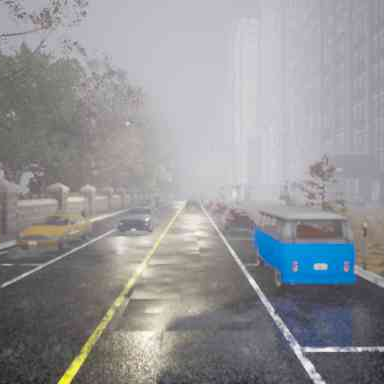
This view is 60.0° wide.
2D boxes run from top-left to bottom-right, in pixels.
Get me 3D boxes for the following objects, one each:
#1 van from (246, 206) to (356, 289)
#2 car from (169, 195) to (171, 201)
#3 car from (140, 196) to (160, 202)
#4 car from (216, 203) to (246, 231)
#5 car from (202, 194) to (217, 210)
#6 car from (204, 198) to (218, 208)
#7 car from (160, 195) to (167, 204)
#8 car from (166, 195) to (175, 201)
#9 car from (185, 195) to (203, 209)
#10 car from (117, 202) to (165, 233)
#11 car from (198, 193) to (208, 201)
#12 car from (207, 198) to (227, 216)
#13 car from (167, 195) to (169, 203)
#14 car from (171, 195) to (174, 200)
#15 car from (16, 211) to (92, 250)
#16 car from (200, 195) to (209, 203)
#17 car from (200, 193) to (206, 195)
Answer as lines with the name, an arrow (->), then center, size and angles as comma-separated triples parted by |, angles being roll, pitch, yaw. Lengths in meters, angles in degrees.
van -> 2.692, 1.327, 8.807 | 1.690, 1.788, 3.998 | 0, 0, 0
car -> -5.676, 1.384, 65.130 | 1.967, 1.590, 4.097 | 0, 0, 0
car -> -5.680, 1.513, 42.602 | 1.947, 1.339, 4.313 | 0, 0, 0
car -> 2.694, 1.553, 20.070 | 1.802, 1.307, 4.206 | 0, 0, 0
car -> 2.700, 1.386, 42.600 | 1.967, 1.590, 4.097 | 0, 0, 0
car -> 2.700, 1.525, 48.232 | 1.802, 1.307, 4.206 | 0, 0, 0
car -> -5.678, 1.382, 53.865 | 1.967, 1.590, 4.097 | 0, 0, 0
car -> -5.671, 1.501, 87.661 | 2.008, 1.369, 4.403 | 0, 0, 0
car -> 0.114, 1.434, 42.991 | 2.128, 1.511, 4.902 | 0, 0, 0
car -> -2.996, 1.550, 19.671 | 2.033, 1.411, 5.357 | 0, 0, 0
car -> 2.709, 1.263, 82.025 | 2.192, 1.841, 5.009 | 0, 0, 0
car -> 2.698, 1.540, 31.335 | 1.802, 1.307, 4.206 | 0, 0, 0
car -> -5.677, 1.509, 59.497 | 1.947, 1.339, 4.313 | 0, 0, 0
car -> -5.673, 1.529, 76.395 | 1.802, 1.307, 4.206 | 0, 0, 0
car -> -5.687, 1.504, 14.271 | 1.752, 1.417, 4.829 | 0, 0, 0
car -> 2.706, 1.471, 70.930 | 1.752, 1.417, 4.829 | 0, 0, 0
car -> 2.705, 1.384, 65.127 | 1.967, 1.590, 4.097 | 0, 0, 0
